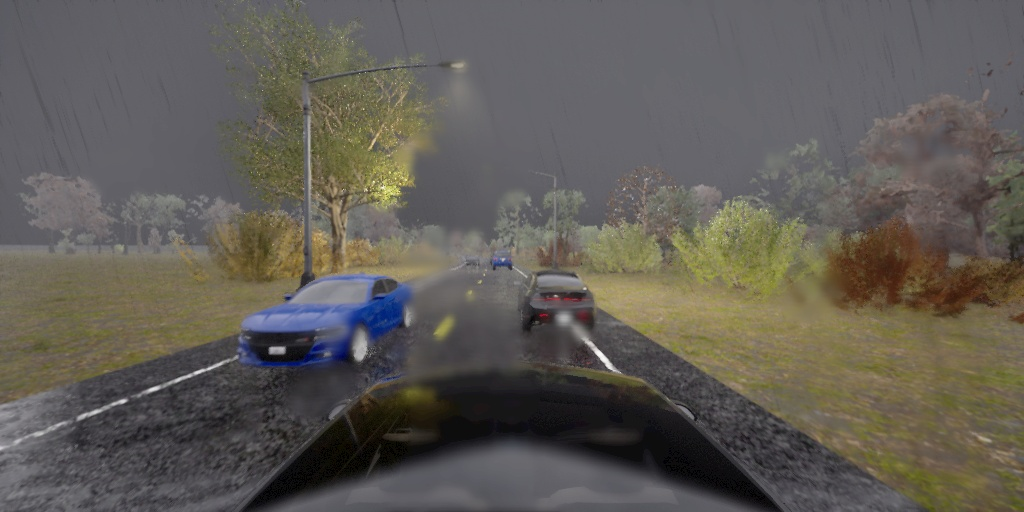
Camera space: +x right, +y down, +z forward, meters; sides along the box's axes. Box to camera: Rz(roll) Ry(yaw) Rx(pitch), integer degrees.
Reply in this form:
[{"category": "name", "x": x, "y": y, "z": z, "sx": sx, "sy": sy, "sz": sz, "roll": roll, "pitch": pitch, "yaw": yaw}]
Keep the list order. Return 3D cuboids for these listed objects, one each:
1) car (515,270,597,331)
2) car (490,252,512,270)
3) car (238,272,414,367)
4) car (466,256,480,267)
[{"category": "car", "x": 1.168, "y": 1.161, "z": 10.610, "sx": 1.837, "sy": 1.490, "sz": 4.892, "roll": 0, "pitch": 1, "yaw": -1}, {"category": "car", "x": -1.160, "y": 0.512, "z": 41.343, "sx": 2.150, "sy": 2.045, "sz": 5.566, "roll": 0, "pitch": 1, "yaw": -4}, {"category": "car", "x": -3.651, "y": 1.162, "z": 8.034, "sx": 1.882, "sy": 1.535, "sz": 5.008, "roll": 0, "pitch": 1, "yaw": -1}, {"category": "car", "x": -5.461, "y": 0.726, "z": 50.311, "sx": 2.033, "sy": 1.411, "sz": 5.357, "roll": 0, "pitch": 1, "yaw": -4}]
